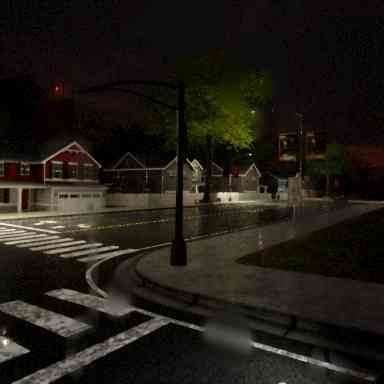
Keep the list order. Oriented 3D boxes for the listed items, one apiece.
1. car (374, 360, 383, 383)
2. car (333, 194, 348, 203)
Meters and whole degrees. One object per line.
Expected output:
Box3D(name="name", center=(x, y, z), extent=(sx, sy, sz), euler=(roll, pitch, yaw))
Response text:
Box3D(name="car", center=(3.380, 1.505, 1.268), extent=(4.892, 1.490, 1.837), euler=(0, 0, 36))
Box3D(name="car", center=(28.056, 1.206, 62.697), extent=(2.128, 1.511, 4.902), euler=(1, 0, 36))
